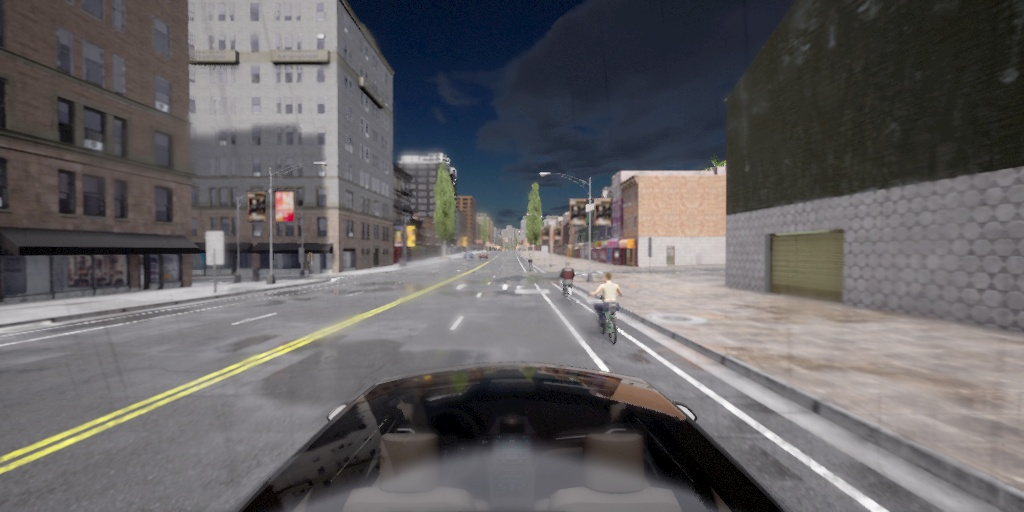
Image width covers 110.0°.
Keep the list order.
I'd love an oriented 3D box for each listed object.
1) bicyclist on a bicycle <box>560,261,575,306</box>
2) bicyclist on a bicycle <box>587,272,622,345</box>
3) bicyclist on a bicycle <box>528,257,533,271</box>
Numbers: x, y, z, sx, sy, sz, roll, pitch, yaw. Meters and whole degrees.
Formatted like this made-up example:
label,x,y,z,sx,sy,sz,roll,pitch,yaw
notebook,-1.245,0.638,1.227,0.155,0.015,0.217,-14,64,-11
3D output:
label,x,y,z,sx,sy,sz,roll,pitch,yaw
bicyclist on a bicycle,2.249,1.098,14.591,0.659,1.776,1.843,0,0,0
bicyclist on a bicycle,2.260,1.178,8.517,0.866,1.612,1.509,0,0,0
bicyclist on a bicycle,2.256,0.943,44.007,0.659,1.776,1.843,0,1,0
